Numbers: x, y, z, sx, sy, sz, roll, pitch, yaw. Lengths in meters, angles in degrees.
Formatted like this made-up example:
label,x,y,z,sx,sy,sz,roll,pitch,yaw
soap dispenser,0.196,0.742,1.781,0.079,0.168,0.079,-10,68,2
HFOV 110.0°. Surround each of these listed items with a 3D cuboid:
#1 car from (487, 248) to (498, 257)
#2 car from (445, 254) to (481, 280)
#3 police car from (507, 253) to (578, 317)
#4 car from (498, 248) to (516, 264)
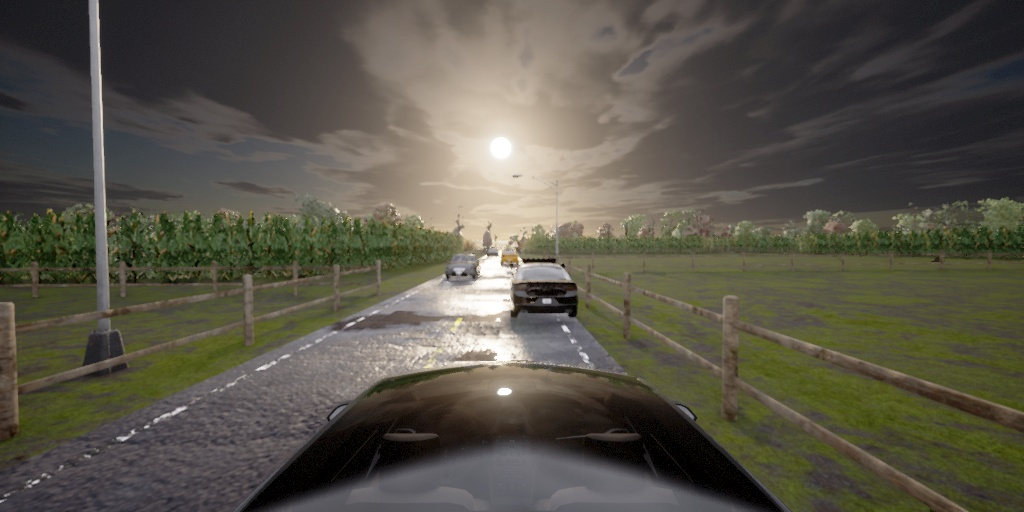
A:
label,x,y,z,sx,sy,sz,roll,pitch,yaw
car,-3.355,-0.599,63.142,1.882,1.535,5.008,0,2,0
car,-3.042,0.625,22.912,2.128,1.511,4.902,0,2,-1
police car,0.872,0.882,11.809,1.930,1.638,5.238,0,2,-1
car,-0.277,0.095,40.302,1.882,1.535,5.008,0,2,0
